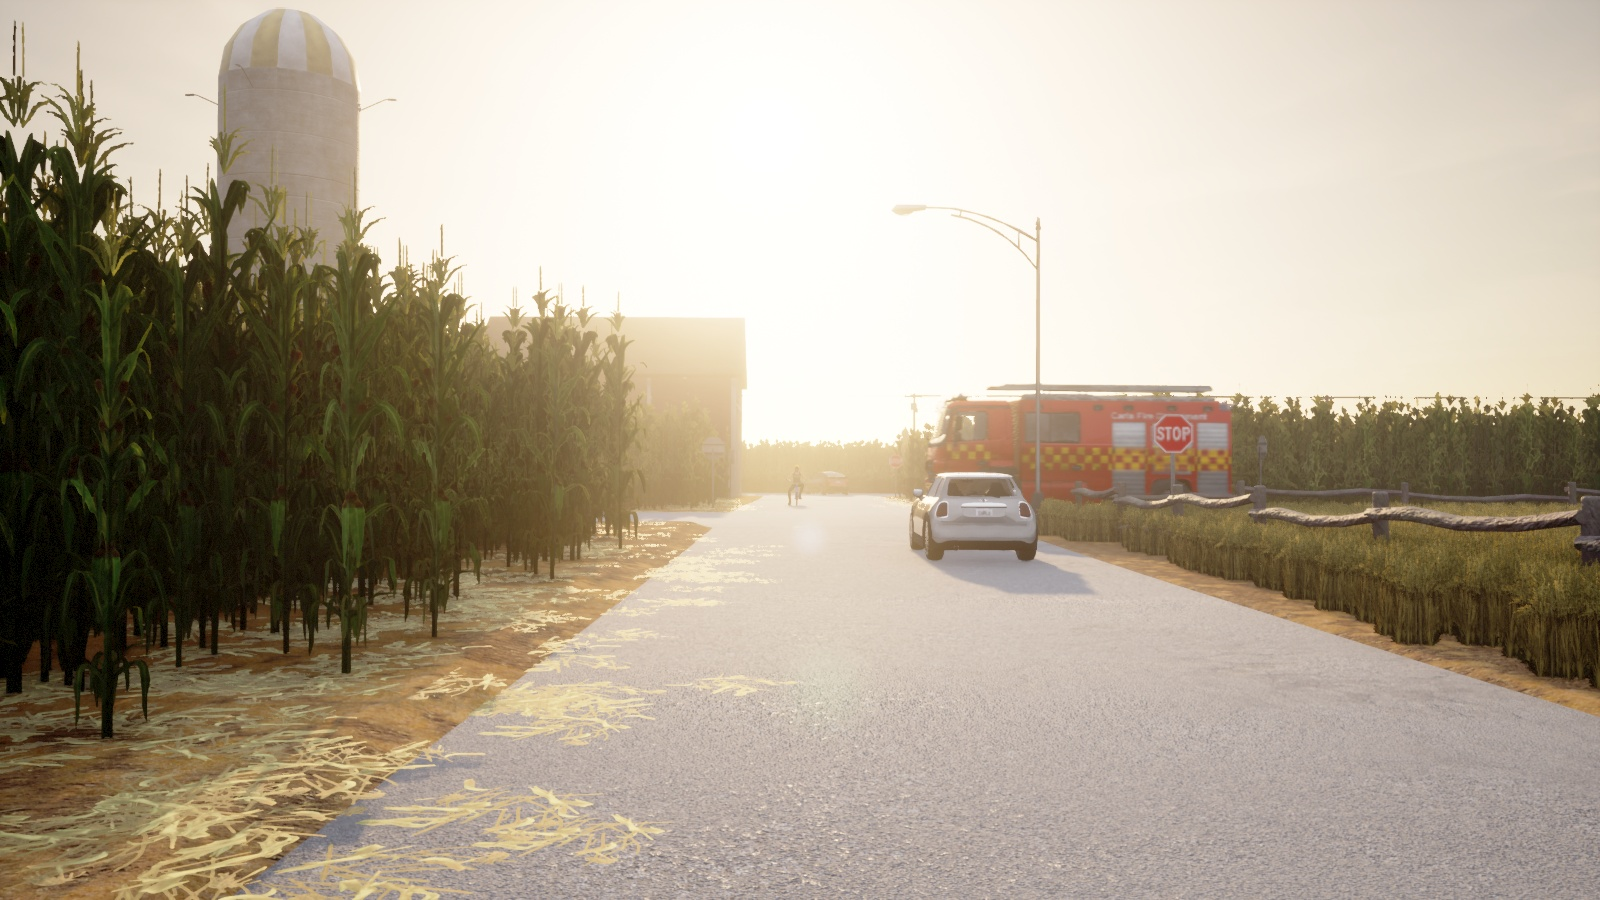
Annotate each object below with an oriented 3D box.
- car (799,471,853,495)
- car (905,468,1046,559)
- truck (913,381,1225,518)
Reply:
[{"bbox_3d":[1.700,2.148,83.169,2.007,1.525,4.514,0,-1,-21],"label":"car"},{"bbox_3d":[3.041,1.071,22.544,1.970,1.475,3.806,0,-1,0],"label":"car"},{"bbox_3d":[7.626,-0.001,36.502,8.468,3.827,2.891,0,0,1],"label":"truck"}]
